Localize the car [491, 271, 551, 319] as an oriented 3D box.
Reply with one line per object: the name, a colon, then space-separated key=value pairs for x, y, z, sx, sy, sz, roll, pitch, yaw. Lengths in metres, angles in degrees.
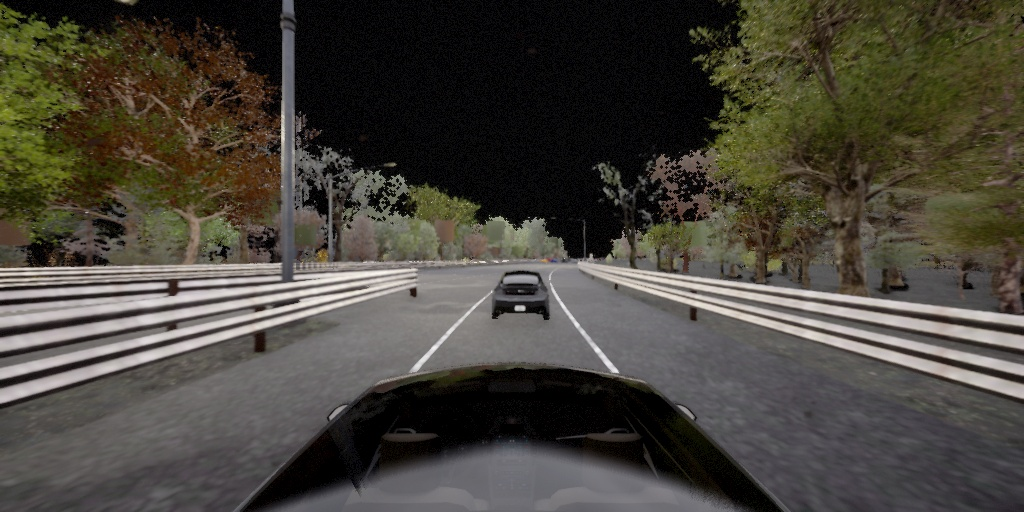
car: x=0.341 y=1.263 z=12.871 sx=1.837 sy=1.490 sz=4.892 roll=0 pitch=0 yaw=3
